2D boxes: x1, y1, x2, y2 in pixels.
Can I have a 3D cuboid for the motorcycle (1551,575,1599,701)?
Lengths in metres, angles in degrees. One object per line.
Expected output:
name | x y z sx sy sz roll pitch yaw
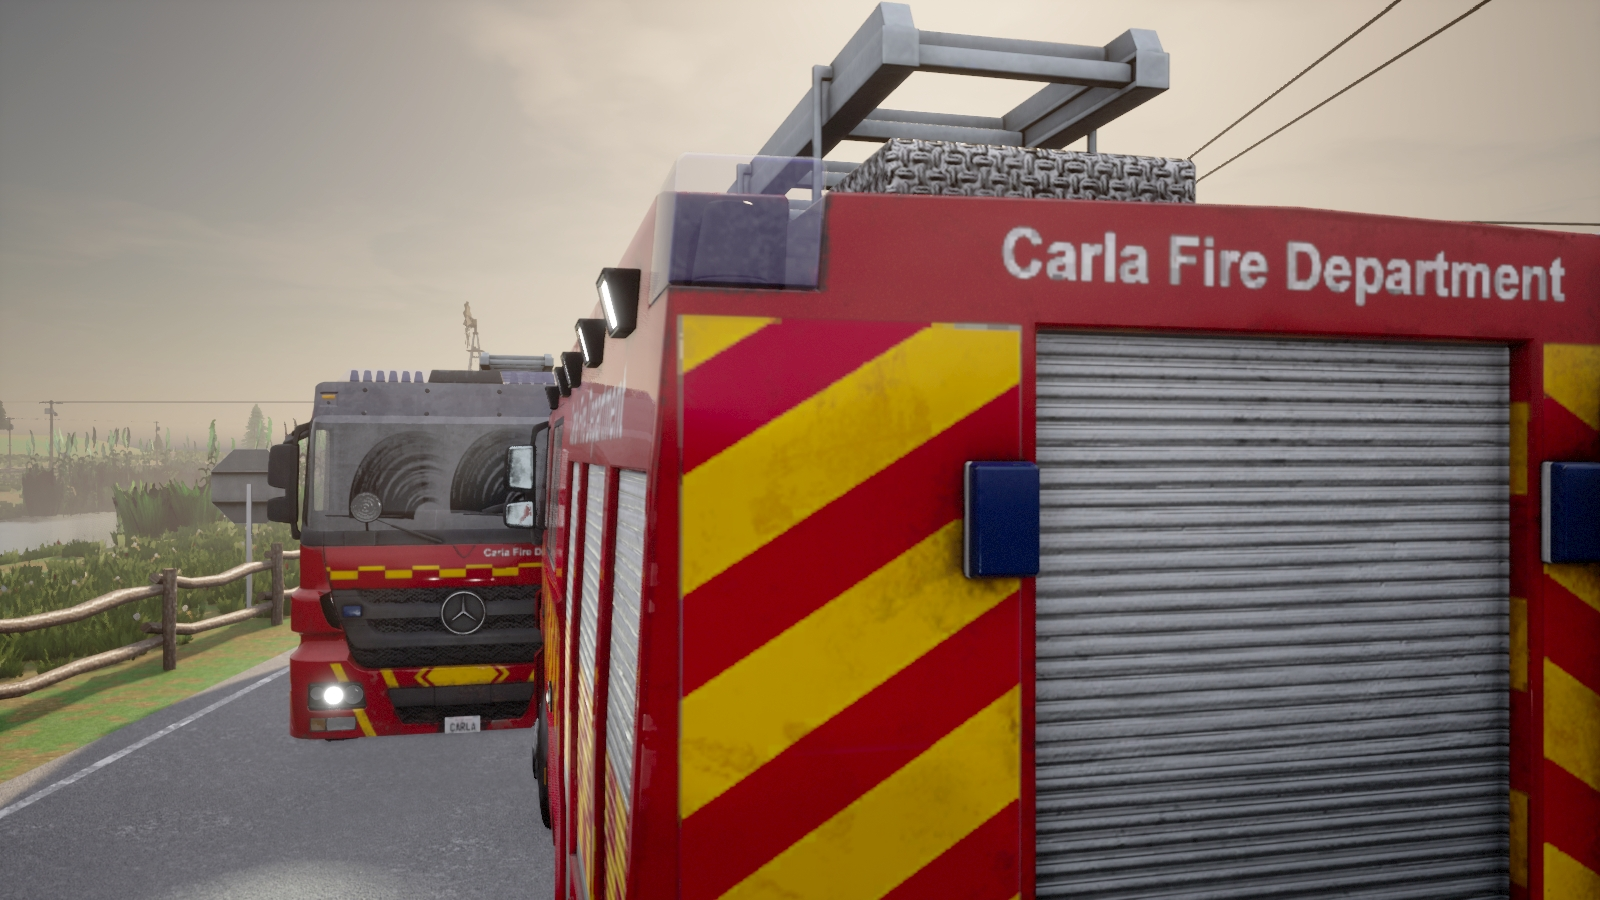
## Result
motorcycle | 9.798 2.142 13.155 1.805 1.316 0.856 0 0 -7

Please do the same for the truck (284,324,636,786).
truck | -3.897 0.862 13.923 2.891 3.827 8.468 0 0 -14

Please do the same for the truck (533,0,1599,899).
truck | -0.048 0.867 6.874 2.891 3.827 8.468 0 0 -14
